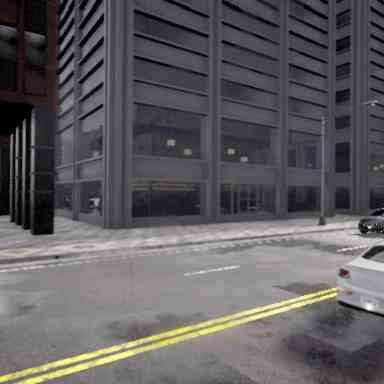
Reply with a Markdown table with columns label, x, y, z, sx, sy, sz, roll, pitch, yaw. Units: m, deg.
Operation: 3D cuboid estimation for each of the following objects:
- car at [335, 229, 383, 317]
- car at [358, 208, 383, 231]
| label | x | y | z | sx | sy | sz | roll | pitch | yaw |
| --- | --- | --- | --- | --- | --- | --- | --- | --- | --- |
| car | 4.716 | 1.589 | 6.570 | 4.674 | 1.442 | 1.812 | 1 | 0 | -34 |
| car | 11.640 | 1.693 | 19.423 | 4.892 | 1.490 | 1.837 | 1 | 0 | -34 |
